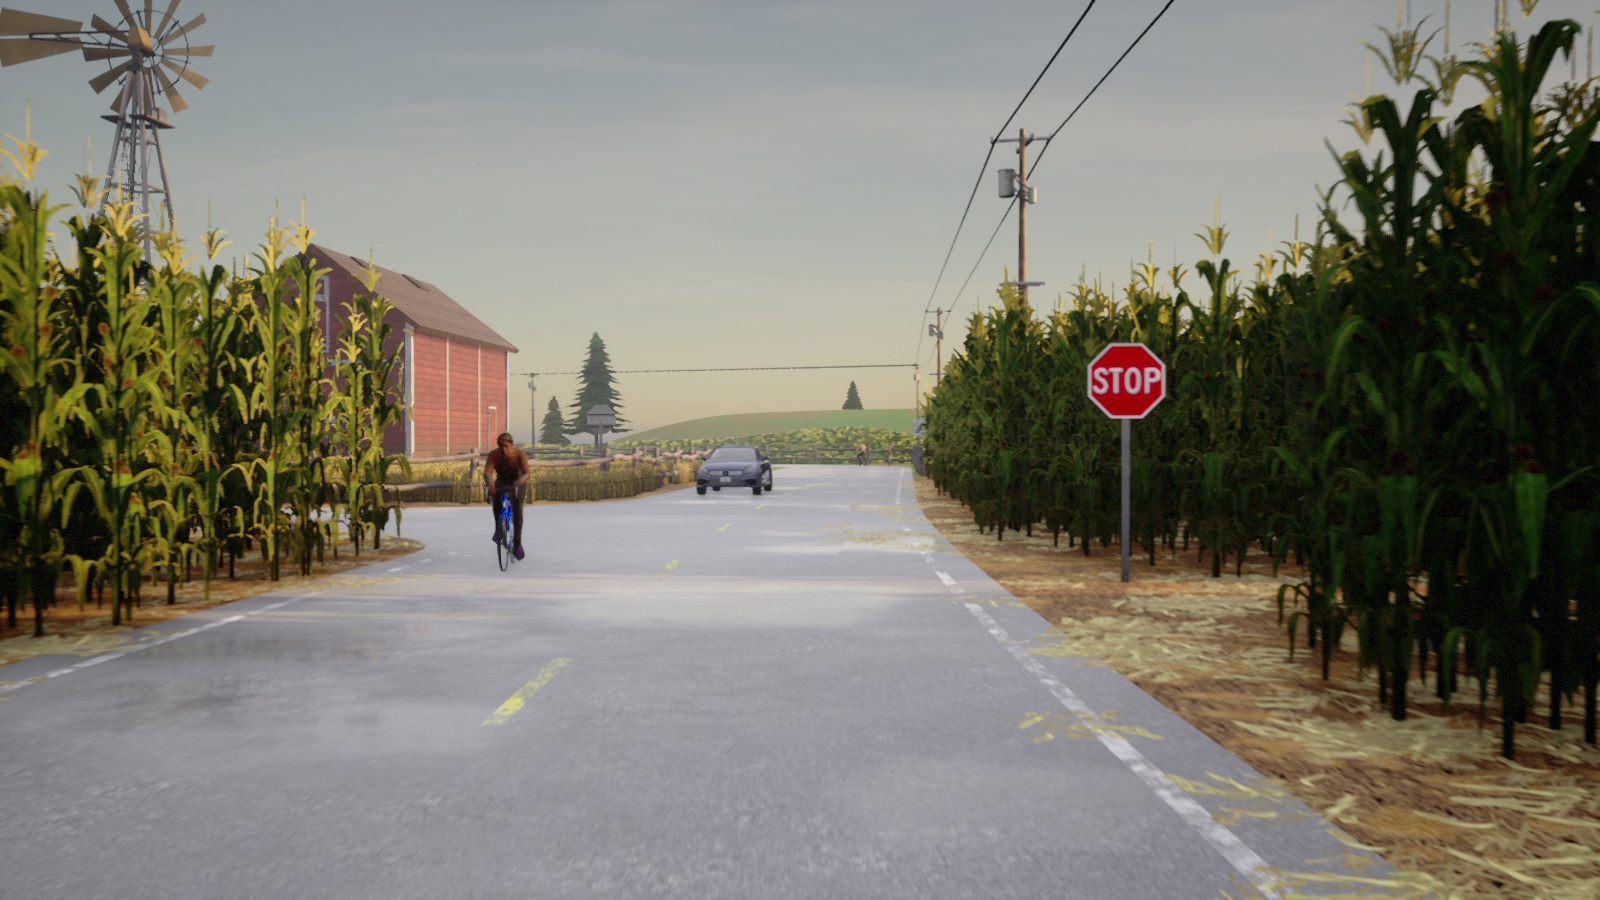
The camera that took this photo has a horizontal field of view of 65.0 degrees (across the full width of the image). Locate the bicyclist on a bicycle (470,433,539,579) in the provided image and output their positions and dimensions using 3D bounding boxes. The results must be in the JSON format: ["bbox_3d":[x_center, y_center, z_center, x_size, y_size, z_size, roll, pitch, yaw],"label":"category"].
[{"bbox_3d":[-3.473,0.614,14.849,0.582,1.620,1.656,-1,1,-7],"label":"bicyclist on a bicycle"}]

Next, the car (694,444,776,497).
[{"bbox_3d":[-1.867,0.561,37.355,1.812,1.442,4.674,0,0,5],"label":"car"}]
